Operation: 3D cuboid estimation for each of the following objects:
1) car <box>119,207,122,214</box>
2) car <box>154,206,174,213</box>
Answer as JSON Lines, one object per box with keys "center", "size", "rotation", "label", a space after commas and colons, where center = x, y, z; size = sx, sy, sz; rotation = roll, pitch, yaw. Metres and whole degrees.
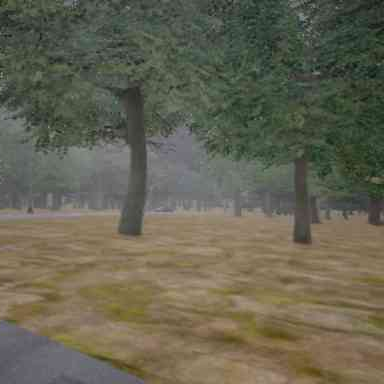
{"center": [-11.434, 3.261, 60.812], "size": [1.812, 1.442, 4.674], "rotation": [0, -3, 28], "label": "car"}
{"center": [-5.949, 3.745, 71.204], "size": [2.033, 1.411, 5.357], "rotation": [0, -3, 28], "label": "car"}
